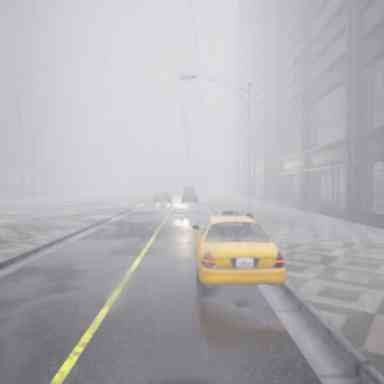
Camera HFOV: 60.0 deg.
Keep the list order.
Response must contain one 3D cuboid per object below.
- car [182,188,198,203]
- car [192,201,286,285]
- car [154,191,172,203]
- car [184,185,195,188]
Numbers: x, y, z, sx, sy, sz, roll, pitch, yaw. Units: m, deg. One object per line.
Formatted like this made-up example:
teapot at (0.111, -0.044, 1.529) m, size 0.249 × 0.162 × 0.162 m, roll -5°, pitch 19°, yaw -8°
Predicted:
car at (-0.250, 0.593, 40.899) m, size 1.994 × 1.385 × 4.181 m, roll 0°, pitch 1°, yaw 0°
car at (0.976, 1.243, 8.830) m, size 1.801 × 1.575 × 5.366 m, roll 0°, pitch 1°, yaw 0°
car at (-3.421, 0.608, 40.217) m, size 1.994 × 1.385 × 4.181 m, roll 0°, pitch 1°, yaw 0°
car at (-0.445, -0.047, 53.498) m, size 2.150 × 2.045 × 5.566 m, roll 0°, pitch 1°, yaw 0°
